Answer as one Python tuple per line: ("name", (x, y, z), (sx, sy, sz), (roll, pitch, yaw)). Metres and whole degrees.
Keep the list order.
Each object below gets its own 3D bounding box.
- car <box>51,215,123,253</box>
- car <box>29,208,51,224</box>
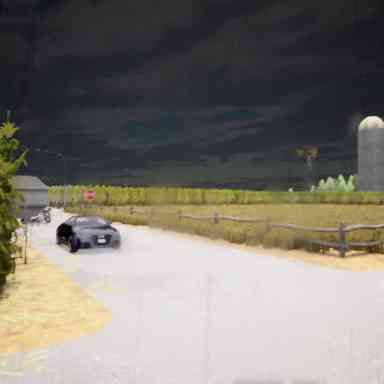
("car", (-4.592, 1.736, 14.629), (1.994, 1.385, 4.181), (1, -1, -33))
("car", (-12.800, 1.768, 27.165), (2.128, 1.511, 4.902), (1, -1, -33))
